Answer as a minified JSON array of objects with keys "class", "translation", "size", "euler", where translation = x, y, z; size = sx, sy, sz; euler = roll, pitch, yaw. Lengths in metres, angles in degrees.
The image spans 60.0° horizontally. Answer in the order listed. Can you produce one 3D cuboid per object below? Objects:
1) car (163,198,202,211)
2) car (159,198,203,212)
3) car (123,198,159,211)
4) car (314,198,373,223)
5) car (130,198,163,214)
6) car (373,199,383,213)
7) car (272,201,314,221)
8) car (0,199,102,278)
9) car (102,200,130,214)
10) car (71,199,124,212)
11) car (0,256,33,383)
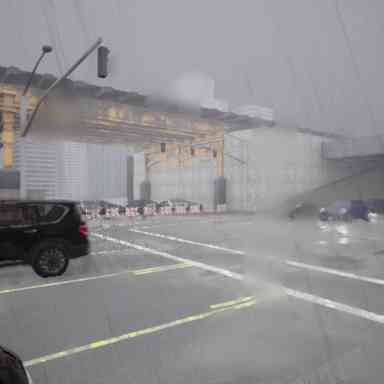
[{"class":"car","translation":[-1.403,1.286,38.530],"size":[4.536,1.218,1.853],"euler":[0,0,-7]},{"class":"car","translation":[-1.351,1.444,38.536],"size":[4.974,1.542,2.038],"euler":[0,0,-7]},{"class":"car","translation":[-5.239,1.288,34.819],"size":[1.853,1.218,4.536],"euler":[0,0,18]},{"class":"car","translation":[11.652,1.341,25.466],"size":[4.553,1.767,2.097],"euler":[0,0,-41]},{"class":"car","translation":[-5.255,1.446,34.770],"size":[2.038,1.542,4.974],"euler":[0,0,18]},{"class":"car","translation":[20.020,1.511,36.513],"size":[4.674,1.442,1.812],"euler":[-1,0,-37]},{"class":"car","translation":[8.515,1.484,27.361],"size":[4.902,1.511,2.128],"euler":[0,0,-41]},{"class":"car","translation":[-5.482,1.221,8.615],"size":[5.566,2.045,2.150],"euler":[0,0,-35]},{"class":"car","translation":[-8.995,1.448,32.078],"size":[4.974,1.542,2.038],"euler":[0,0,8]},{"class":"car","translation":[-9.046,1.290,32.085],"size":[4.536,1.218,1.853],"euler":[0,0,8]},{"class":"car","translation":[-3.331,1.492,1.395],"size":[4.902,1.511,2.128],"euler":[0,0,-35]}]
